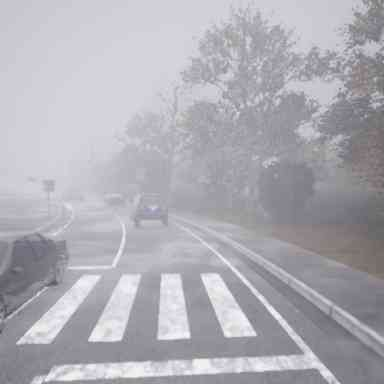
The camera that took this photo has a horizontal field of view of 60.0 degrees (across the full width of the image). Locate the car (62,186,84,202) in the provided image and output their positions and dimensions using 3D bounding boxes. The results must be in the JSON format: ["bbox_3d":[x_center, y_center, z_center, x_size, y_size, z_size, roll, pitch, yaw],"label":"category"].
[{"bbox_3d":[-16.444,0.266,45.839,2.150,2.045,5.566,2,2,-30],"label":"car"}]

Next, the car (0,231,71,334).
[{"bbox_3d":[-3.972,1.546,6.597,2.033,1.411,5.357,0,0,-4],"label":"car"}]

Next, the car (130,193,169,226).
[{"bbox_3d":[-3.027,1.105,22.934,2.150,2.045,5.566,1,1,-14],"label":"car"}]

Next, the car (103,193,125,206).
[{"bbox_3d":[-9.644,0.900,40.797,1.882,1.535,5.008,1,2,-25],"label":"car"}]
